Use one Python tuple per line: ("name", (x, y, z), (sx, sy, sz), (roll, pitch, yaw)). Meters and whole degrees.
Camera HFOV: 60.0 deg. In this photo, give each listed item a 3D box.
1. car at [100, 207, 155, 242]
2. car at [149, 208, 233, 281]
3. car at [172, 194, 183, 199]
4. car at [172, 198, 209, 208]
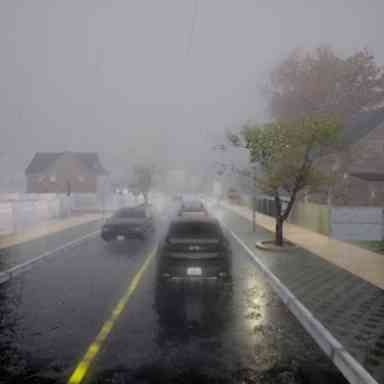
("car", (-2.814, 1.420, 15.878), (2.033, 1.411, 5.357), (0, 0, 0))
("car", (0.068, 1.427, 9.550), (1.837, 1.490, 4.892), (0, 1, 0))
("car", (-2.791, 1.144, 63.852), (1.994, 1.385, 4.181), (0, 0, 1))
("car", (0.033, 1.330, 20.305), (2.128, 1.511, 4.902), (0, 0, 1))
